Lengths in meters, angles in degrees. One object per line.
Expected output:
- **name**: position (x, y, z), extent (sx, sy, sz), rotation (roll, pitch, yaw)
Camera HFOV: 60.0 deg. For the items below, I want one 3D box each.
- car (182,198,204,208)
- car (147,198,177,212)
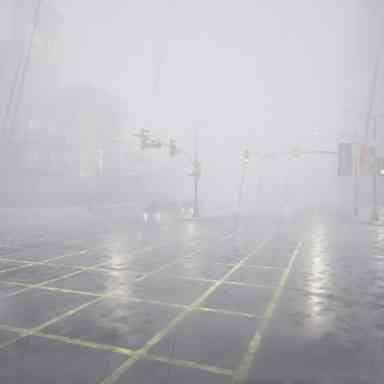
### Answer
- **car**: position (0.166, 1.603, 48.544), extent (1.895, 1.301, 4.718), rotation (0, 0, 21)
- **car**: position (-3.473, 1.478, 38.999), extent (1.882, 1.535, 5.008), rotation (0, 0, 23)
